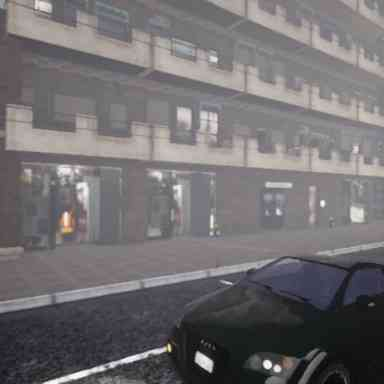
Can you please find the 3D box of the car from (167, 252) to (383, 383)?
[{"bbox_3d":[1.750,1.613,4.629,4.181,1.385,1.994,1,-1,-35],"label":"car"}]
